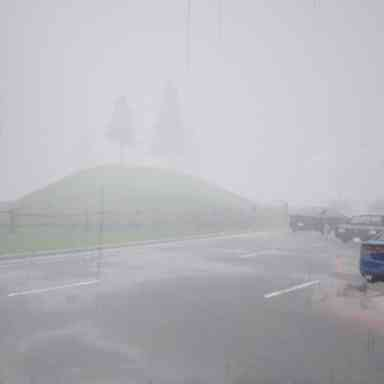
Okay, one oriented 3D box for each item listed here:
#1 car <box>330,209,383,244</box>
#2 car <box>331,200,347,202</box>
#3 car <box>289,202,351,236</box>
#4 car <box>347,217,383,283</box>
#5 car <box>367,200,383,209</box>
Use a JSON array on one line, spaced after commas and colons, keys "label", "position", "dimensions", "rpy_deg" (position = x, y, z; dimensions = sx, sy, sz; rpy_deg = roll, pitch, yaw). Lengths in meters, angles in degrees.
[{"label": "car", "position": [8.413, 1.674, 15.254], "dimensions": [4.718, 1.301, 1.895], "rpy_deg": [0, 0, -44]}, {"label": "car", "position": [18.515, 1.700, 41.975], "dimensions": [2.128, 1.511, 4.902], "rpy_deg": [0, 0, 8]}, {"label": "car", "position": [7.489, 1.576, 19.304], "dimensions": [1.882, 1.535, 5.008], "rpy_deg": [0, 0, 45]}, {"label": "car", "position": [6.234, 1.518, 8.709], "dimensions": [5.008, 1.535, 1.882], "rpy_deg": [0, 0, -40]}, {"label": "car", "position": [21.153, 1.683, 37.226], "dimensions": [1.837, 1.490, 4.892], "rpy_deg": [1, 0, 14]}]
